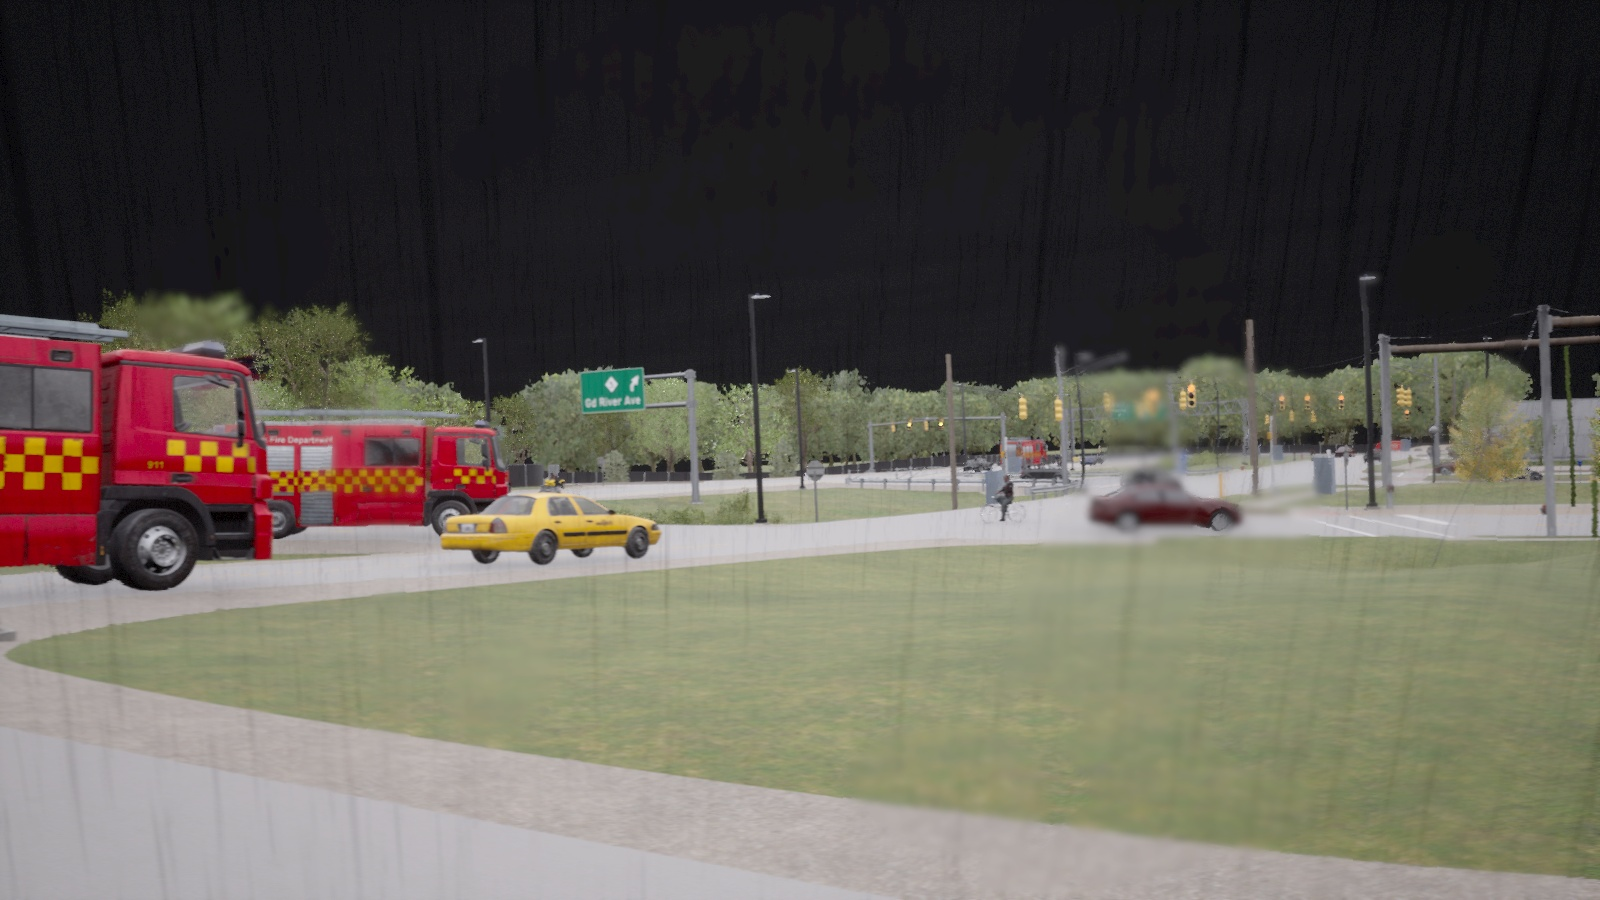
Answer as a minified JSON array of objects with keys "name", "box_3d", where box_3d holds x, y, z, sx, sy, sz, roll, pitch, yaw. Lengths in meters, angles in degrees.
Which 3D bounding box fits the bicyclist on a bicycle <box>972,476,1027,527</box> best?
[{"name":"bicyclist on a bicycle","box_3d":[7.220,1.839,45.512,1.843,1.776,0.659,-1,0,-19]}]

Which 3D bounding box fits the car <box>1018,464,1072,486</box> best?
[{"name":"car","box_3d":[18.829,1.915,96.530,3.705,1.549,1.789,-2,1,28]}]

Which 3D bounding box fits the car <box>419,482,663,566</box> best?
[{"name":"car","box_3d":[-5.245,1.495,26.296,1.801,1.575,5.366,-2,-3,32]}]

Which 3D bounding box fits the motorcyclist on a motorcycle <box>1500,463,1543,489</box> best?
[{"name":"motorcyclist on a motorcycle","box_3d":[46.341,1.644,80.668,2.350,1.649,0.766,0,1,28]}]

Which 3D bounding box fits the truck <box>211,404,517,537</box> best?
[{"name":"truck","box_3d":[-13.071,0.622,38.404,8.468,3.827,2.891,1,0,-10]}]

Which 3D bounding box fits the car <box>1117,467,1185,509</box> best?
[{"name":"car","box_3d":[16.670,1.762,59.451,1.932,1.855,4.605,-2,-1,31]}]

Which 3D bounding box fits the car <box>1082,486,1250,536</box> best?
[{"name":"car","box_3d":[12.040,1.997,41.532,5.008,1.535,1.882,0,1,2]}]

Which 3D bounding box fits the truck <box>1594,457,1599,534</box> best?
[{"name":"truck","box_3d":[28.481,1.482,39.572,5.204,2.467,2.627,0,1,5]}]

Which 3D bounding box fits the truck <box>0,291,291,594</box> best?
[{"name":"truck","box_3d":[-11.521,-0.073,16.489,2.891,3.827,8.468,-3,-4,43]}]
